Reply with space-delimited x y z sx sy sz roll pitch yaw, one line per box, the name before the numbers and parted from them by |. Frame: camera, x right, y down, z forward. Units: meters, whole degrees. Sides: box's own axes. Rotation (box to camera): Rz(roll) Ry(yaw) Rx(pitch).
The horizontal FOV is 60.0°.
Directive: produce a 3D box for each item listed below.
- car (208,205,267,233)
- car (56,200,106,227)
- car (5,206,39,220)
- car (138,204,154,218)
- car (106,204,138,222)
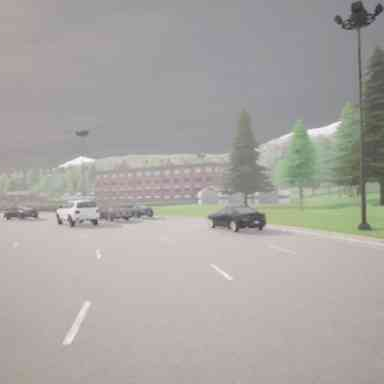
car | 2.681 1.595 20.938 1.882 1.535 5.008 -1 -1 -22
car | -9.519 1.693 27.612 2.150 2.045 5.566 -1 0 -37
car | -18.712 2.296 36.632 4.674 1.442 1.812 -1 0 36
car | -5.669 1.961 34.321 1.812 1.442 4.674 -1 -1 -40
car | -7.464 1.998 31.065 2.033 1.411 5.357 -1 -1 -39
